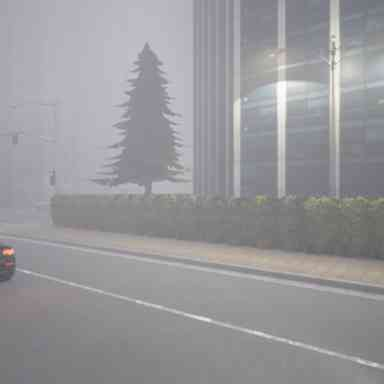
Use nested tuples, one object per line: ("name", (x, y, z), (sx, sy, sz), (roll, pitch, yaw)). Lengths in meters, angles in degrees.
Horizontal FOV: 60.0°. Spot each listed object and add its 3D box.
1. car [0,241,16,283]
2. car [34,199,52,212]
("car", (-6.228, 1.520, 8.390), (4.674, 1.442, 1.812), (0, 0, 36))
("car", (-15.984, 1.456, 39.207), (1.882, 1.535, 5.008), (0, 0, 36))
